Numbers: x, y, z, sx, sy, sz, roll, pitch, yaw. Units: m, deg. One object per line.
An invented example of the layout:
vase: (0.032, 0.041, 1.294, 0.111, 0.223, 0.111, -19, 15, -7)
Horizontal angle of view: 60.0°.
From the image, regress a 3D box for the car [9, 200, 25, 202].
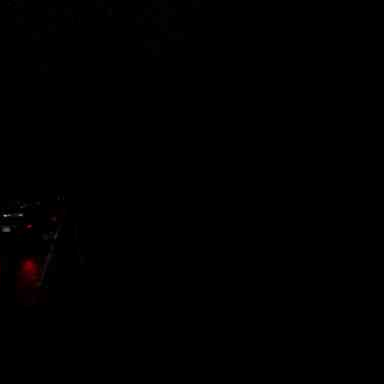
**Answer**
car: (-21.230, 1.677, 40.259, 1.882, 1.535, 5.008, 1, -1, -20)

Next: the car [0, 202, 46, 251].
car: (-7.895, 1.499, 14.781, 2.097, 1.767, 4.553, 1, -1, -21)

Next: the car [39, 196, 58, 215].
car: (-16.377, 1.458, 37.655, 2.150, 2.045, 5.566, 1, -1, -20)
